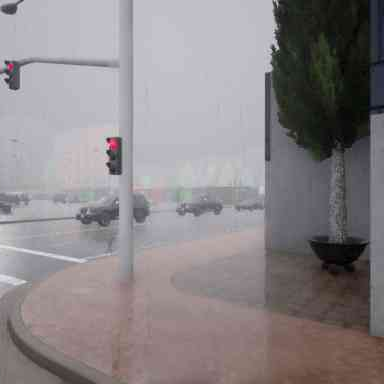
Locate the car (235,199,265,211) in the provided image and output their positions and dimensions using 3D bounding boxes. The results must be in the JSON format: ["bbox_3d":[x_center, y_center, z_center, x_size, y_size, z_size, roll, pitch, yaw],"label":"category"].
[{"bbox_3d":[7.242,1.547,40.599,2.033,1.411,5.357,0,0,37],"label":"car"}]

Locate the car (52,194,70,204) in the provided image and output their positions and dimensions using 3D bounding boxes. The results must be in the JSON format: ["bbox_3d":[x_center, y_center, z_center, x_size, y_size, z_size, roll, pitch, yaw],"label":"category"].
[{"bbox_3d":[-23.069,1.153,59.788,4.605,1.855,1.932,0,0,35],"label":"car"}]

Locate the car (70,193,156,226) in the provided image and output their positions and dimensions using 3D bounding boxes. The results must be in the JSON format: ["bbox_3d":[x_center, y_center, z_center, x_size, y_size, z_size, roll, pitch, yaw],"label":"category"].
[{"bbox_3d":[-5.430,1.221,23.684,2.150,2.045,5.566,0,0,36],"label":"car"}]

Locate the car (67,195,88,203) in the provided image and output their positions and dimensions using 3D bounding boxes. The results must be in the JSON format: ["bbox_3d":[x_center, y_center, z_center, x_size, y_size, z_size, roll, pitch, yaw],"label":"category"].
[{"bbox_3d":[-21.340,1.364,62.113,3.905,1.438,1.784,0,0,35],"label":"car"}]

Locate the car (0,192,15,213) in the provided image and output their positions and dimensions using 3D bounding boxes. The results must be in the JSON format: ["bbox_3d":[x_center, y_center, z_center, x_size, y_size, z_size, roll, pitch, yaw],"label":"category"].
[{"bbox_3d":[-20.102,1.156,33.640,3.866,1.878,1.905,0,0,35],"label":"car"}]

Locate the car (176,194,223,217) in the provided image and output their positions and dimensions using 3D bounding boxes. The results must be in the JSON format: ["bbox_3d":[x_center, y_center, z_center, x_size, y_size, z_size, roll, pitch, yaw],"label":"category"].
[{"bbox_3d":[0.841,1.221,32.086,2.150,2.045,5.566,0,0,37],"label":"car"}]

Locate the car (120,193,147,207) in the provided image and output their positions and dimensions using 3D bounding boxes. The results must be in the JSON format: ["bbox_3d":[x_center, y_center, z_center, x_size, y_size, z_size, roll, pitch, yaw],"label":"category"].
[{"bbox_3d":[-8.772,1.156,49.662,3.866,1.878,1.905,0,0,35],"label":"car"}]

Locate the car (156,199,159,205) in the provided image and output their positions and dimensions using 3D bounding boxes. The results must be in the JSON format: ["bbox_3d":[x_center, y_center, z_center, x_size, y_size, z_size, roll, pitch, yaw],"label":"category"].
[{"bbox_3d":[-7.087,1.395,52.017,3.806,1.475,1.970,0,0,35],"label":"car"}]
